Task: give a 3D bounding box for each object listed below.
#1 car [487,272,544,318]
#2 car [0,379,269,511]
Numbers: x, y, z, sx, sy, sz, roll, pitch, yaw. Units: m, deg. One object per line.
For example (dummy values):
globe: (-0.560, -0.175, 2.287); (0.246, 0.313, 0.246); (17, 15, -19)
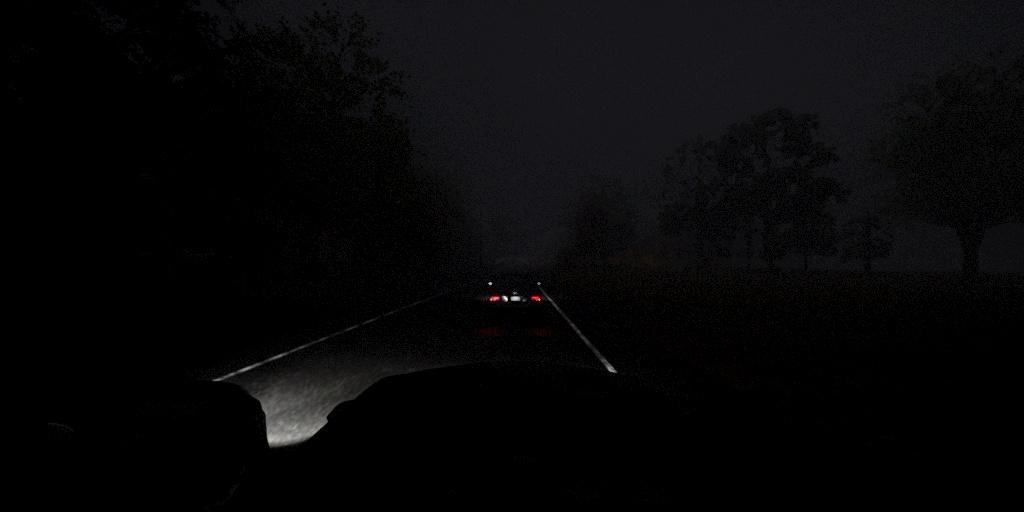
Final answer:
car: (0.099, 1.300, 13.029); (2.033, 1.411, 5.357); (0, 0, 0)
car: (-3.229, 1.314, 1.537); (1.994, 1.385, 4.181); (0, 0, 1)
